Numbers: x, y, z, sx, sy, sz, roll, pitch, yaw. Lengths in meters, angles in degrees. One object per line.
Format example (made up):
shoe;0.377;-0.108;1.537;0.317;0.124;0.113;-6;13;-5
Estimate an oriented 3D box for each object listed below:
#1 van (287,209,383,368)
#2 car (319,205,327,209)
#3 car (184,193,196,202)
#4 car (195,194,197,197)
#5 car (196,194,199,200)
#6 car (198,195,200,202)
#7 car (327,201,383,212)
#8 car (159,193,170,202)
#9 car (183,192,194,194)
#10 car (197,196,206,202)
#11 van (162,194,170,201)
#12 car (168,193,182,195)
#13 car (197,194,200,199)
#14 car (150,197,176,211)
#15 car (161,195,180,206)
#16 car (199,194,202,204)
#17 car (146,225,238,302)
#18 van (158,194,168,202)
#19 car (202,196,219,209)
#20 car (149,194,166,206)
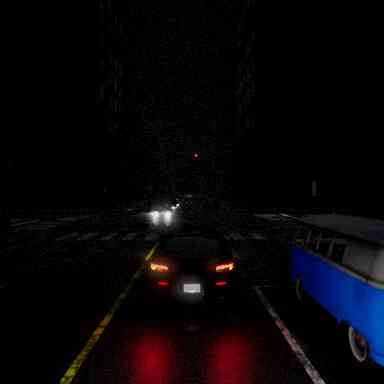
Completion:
van;2.854;1.341;5.470;1.690;1.788;3.998;0;0;0
car;14.420;1.584;32.105;4.718;1.301;1.895;0;0;2
car;-0.610;1.563;74.216;1.895;1.301;4.718;0;0;-1
car;2.274;1.523;72.287;2.008;1.369;4.403;0;0;-1
car;2.349;1.522;66.762;1.887;1.381;4.507;0;0;-1
car;2.500;1.536;55.710;2.008;1.369;4.403;0;0;-1
car;14.605;1.517;28.854;4.674;1.442;1.812;0;0;-3
car;-6.327;1.281;77.696;2.192;1.841;5.009;0;0;-1
car;-0.746;1.078;84.216;2.150;2.045;5.566;0;0;-1
car;2.198;1.548;77.812;1.802;1.307;4.206;0;0;-1
van;-6.400;1.301;83.220;1.690;1.788;3.998;0;0;-1
car;-3.519;1.331;63.919;2.097;1.767;4.553;0;0;0
car;2.425;1.548;61.236;1.947;1.339;4.313;0;0;-1
car;-3.426;1.594;40.528;1.895;1.301;4.718;0;0;3
car;-3.394;1.553;51.927;1.994;1.385;4.181;0;0;-1
car;2.575;1.429;50.185;1.967;1.590;4.097;0;0;-1
car;0.000;1.525;8.148;1.812;1.442;4.674;0;0;0
van;-6.251;1.313;72.170;1.690;1.788;3.998;0;0;-1
car;2.649;1.517;44.830;1.752;1.417;4.829;0;0;-1
car;-6.025;1.301;55.594;2.192;1.841;5.009;0;0;-1
